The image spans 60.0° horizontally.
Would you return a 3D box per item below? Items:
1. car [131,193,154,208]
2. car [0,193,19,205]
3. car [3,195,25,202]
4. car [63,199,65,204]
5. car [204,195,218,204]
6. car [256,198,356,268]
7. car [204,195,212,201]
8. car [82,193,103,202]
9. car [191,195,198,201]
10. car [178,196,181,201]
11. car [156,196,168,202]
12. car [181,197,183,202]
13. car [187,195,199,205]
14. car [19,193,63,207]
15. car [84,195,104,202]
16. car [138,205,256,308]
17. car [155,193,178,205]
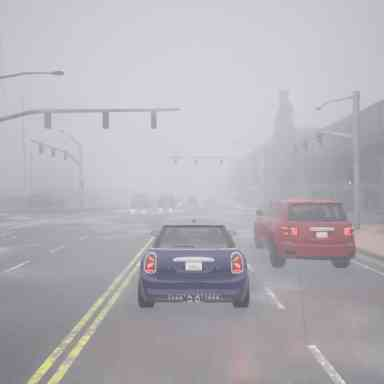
[{"bbox_3d":[-7.321,1.221,48.183,2.150,2.045,5.566,0,0,1],"label":"car"},{"bbox_3d":[-39.110,1.153,70.134,4.605,1.855,1.932,0,0,0],"label":"car"},{"bbox_3d":[-39.050,1.364,73.030,3.905,1.438,1.784,0,0,0],"label":"car"},{"bbox_3d":[-21.523,1.156,50.558,3.866,1.878,1.905,0,0,0],"label":"car"},{"bbox_3d":[3.630,1.525,61.556,1.812,1.442,4.674,0,0,1],"label":"car"},{"bbox_3d":[3.535,1.221,11.433,2.150,2.045,5.566,0,0,2],"label":"car"},{"bbox_3d":[4.170,1.525,87.756,2.128,1.511,4.902,0,0,1],"label":"car"},{"bbox_3d":[-21.590,1.156,70.181,3.866,1.878,1.905,0,0,0],"label":"car"},{"bbox_3d":[0.669,1.478,87.748,1.882,1.535,5.008,0,0,1],"label":"car"},{"bbox_3d":[-3.531,1.525,61.462,1.812,1.442,4.674,0,0,2],"label":"car"},{"bbox_3d":[-6.658,1.537,74.297,2.033,1.411,5.357,0,0,1],"label":"car"},{"bbox_3d":[-3.149,1.591,74.614,1.895,1.301,4.718,0,0,1],"label":"car"},{"bbox_3d":[0.118,1.505,60.488,1.837,1.490,4.892,0,0,1],"label":"car"},{"bbox_3d":[-21.573,1.153,47.663,4.605,1.855,1.932,0,0,0],"label":"car"},{"bbox_3d":[-21.583,1.395,73.076,3.806,1.475,1.970,0,0,0],"label":"car"},{"bbox_3d":[0.040,1.352,8.092,2.097,1.767,4.553,0,0,0],"label":"car"},{"bbox_3d":[-3.783,1.221,50.607,2.150,2.045,5.566,0,0,1],"label":"car"}]
